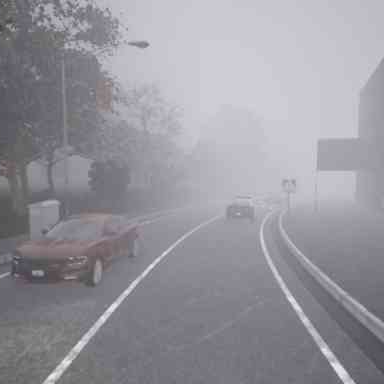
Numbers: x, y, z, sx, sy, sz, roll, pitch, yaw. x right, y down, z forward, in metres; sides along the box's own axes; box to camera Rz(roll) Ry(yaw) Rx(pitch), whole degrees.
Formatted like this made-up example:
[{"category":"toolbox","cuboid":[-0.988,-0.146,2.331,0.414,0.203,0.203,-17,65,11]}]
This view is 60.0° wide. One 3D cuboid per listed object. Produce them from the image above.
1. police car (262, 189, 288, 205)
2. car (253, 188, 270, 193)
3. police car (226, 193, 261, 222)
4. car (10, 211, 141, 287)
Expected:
[{"category":"police car","cuboid":[10.508,0.732,41.013,2.038,1.542,4.974,3,3,27]},{"category":"car","cuboid":[10.489,0.062,48.638,1.882,1.535,5.008,3,3,31]},{"category":"police car","cuboid":[3.687,1.130,23.787,1.930,1.638,5.238,2,2,15]},{"category":"car","cuboid":[-2.891,1.374,9.360,1.882,1.535,5.008,1,1,7]}]
